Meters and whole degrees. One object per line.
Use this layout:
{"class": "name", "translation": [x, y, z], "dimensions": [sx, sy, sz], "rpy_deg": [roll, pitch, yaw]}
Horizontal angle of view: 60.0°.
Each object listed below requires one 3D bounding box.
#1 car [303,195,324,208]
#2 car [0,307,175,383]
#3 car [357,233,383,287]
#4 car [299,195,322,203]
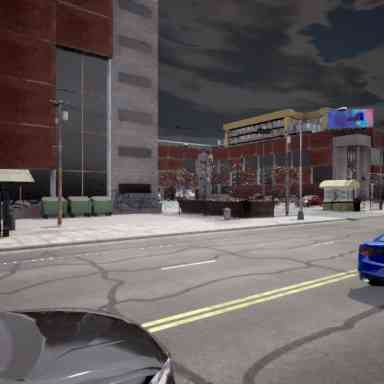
{"class": "car", "translation": [16.677, 1.254, 47.155], "dimensions": [4.553, 1.767, 2.185], "rpy_deg": [0, 0, -36]}
{"class": "car", "translation": [-2.363, 1.491, 2.061], "dimensions": [4.902, 1.511, 2.128], "rpy_deg": [0, 0, -36]}
{"class": "car", "translation": [6.057, 1.478, 8.134], "dimensions": [5.008, 1.535, 1.882], "rpy_deg": [0, 0, -35]}
{"class": "car", "translation": [23.565, 1.420, 66.224], "dimensions": [4.674, 1.452, 2.002], "rpy_deg": [0, 0, -36]}
